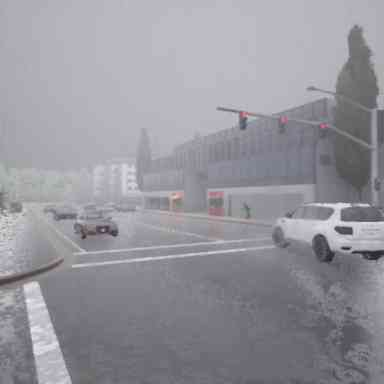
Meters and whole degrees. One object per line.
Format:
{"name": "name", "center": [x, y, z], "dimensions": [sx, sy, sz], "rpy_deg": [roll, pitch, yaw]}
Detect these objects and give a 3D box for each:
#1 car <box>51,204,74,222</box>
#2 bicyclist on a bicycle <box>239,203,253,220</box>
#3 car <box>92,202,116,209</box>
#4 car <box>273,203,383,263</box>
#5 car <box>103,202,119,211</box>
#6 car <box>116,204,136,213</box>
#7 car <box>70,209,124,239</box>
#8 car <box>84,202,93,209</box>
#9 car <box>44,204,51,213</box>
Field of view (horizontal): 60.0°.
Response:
{"name": "car", "center": [-12.691, 2.111, 33.367], "dimensions": [1.882, 1.535, 5.008], "rpy_deg": [0, -1, -27]}
{"name": "bicyclist on a bicycle", "center": [5.097, 1.855, 31.480], "dimensions": [1.656, 1.620, 0.582], "rpy_deg": [0, -1, -27]}
{"name": "car", "center": [-13.348, 2.540, 50.374], "dimensions": [1.895, 1.301, 4.718], "rpy_deg": [0, -1, -27]}
{"name": "car", "center": [5.204, 1.447, 13.184], "dimensions": [2.150, 2.045, 5.566], "rpy_deg": [1, -1, -10]}
{"name": "car", "center": [-14.834, 2.655, 60.848], "dimensions": [1.812, 1.442, 4.674], "rpy_deg": [0, -1, -27]}
{"name": "car", "center": [-10.324, 2.510, 52.149], "dimensions": [2.033, 1.411, 5.357], "rpy_deg": [0, -1, -27]}
{"name": "car", "center": [-5.810, 1.941, 20.037], "dimensions": [1.994, 1.385, 4.181], "rpy_deg": [0, -1, -28]}
{"name": "car", "center": [-17.950, 2.587, 59.256], "dimensions": [1.882, 1.535, 5.008], "rpy_deg": [0, -1, -27]}
{"name": "car", "center": [-21.438, 2.552, 50.695], "dimensions": [1.994, 1.385, 4.181], "rpy_deg": [0, -1, -27]}
